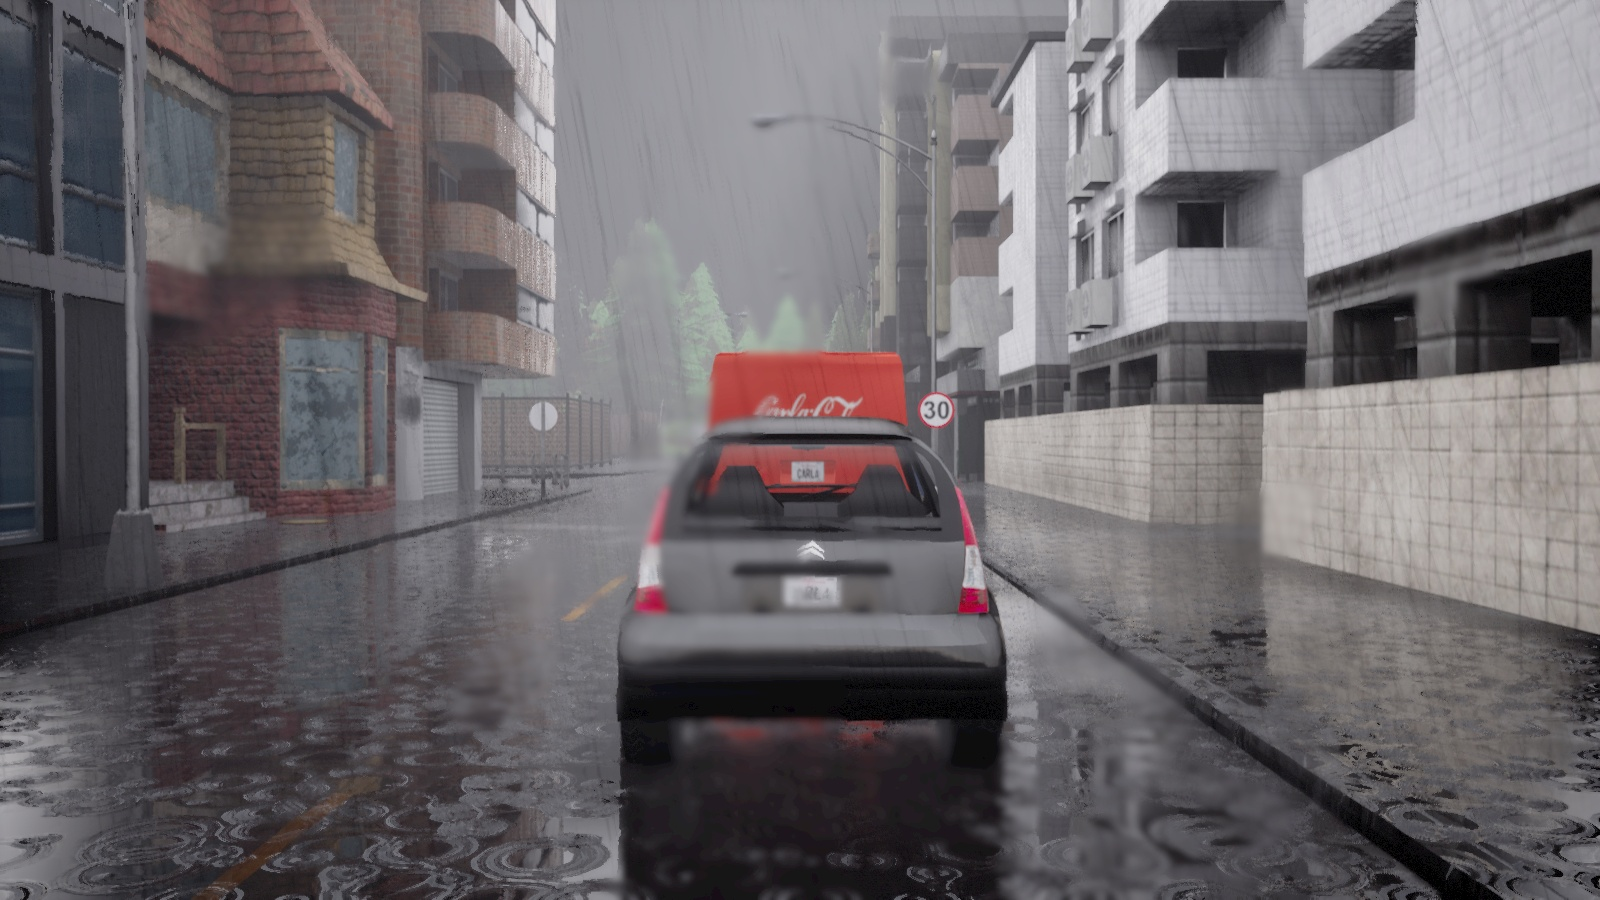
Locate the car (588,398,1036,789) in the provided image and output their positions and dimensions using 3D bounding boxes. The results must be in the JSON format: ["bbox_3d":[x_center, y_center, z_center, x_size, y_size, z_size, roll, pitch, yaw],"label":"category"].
[{"bbox_3d":[0.056,0.574,7.191,1.851,1.617,3.988,0,1,0],"label":"car"}]

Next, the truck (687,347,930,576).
[{"bbox_3d":[0.104,0.102,16.170,2.627,2.467,5.204,0,1,0],"label":"truck"}]
